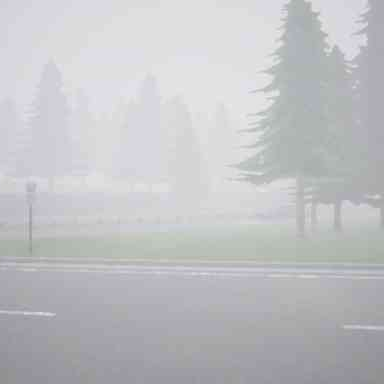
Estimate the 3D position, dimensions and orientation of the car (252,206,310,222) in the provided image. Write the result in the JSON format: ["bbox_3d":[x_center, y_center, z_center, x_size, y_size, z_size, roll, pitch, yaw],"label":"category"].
[{"bbox_3d":[7.670,1.747,28.377,5.357,1.411,2.033,0,-1,-31],"label":"car"}]
